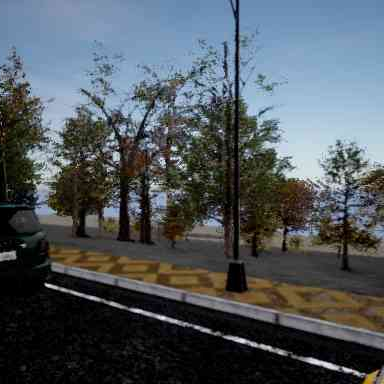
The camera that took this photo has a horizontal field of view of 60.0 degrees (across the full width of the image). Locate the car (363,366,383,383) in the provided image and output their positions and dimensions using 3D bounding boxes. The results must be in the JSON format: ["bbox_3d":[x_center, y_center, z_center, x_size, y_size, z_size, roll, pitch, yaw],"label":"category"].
[{"bbox_3d":[3.467,1.455,1.092,5.366,1.575,1.801,0,0,36],"label":"car"}]

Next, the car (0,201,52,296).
[{"bbox_3d":[-5.430,1.218,7.384,5.566,2.045,2.150,0,0,35],"label":"car"}]
